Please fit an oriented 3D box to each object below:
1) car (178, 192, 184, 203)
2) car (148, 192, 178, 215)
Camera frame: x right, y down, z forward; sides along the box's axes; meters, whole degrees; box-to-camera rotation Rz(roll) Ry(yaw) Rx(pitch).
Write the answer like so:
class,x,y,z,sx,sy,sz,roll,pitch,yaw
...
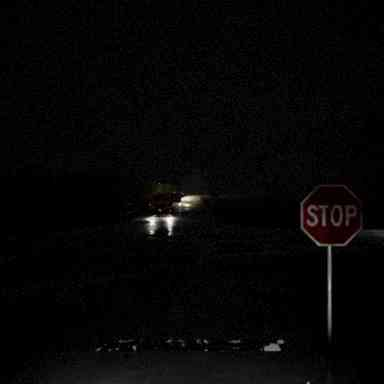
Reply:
class,x,y,z,sx,sy,sz,roll,pitch,yaw
car,-2.737,1.056,55.618,1.837,1.490,4.892,0,4,0
car,-2.743,1.099,31.285,2.150,2.045,5.566,0,3,0
